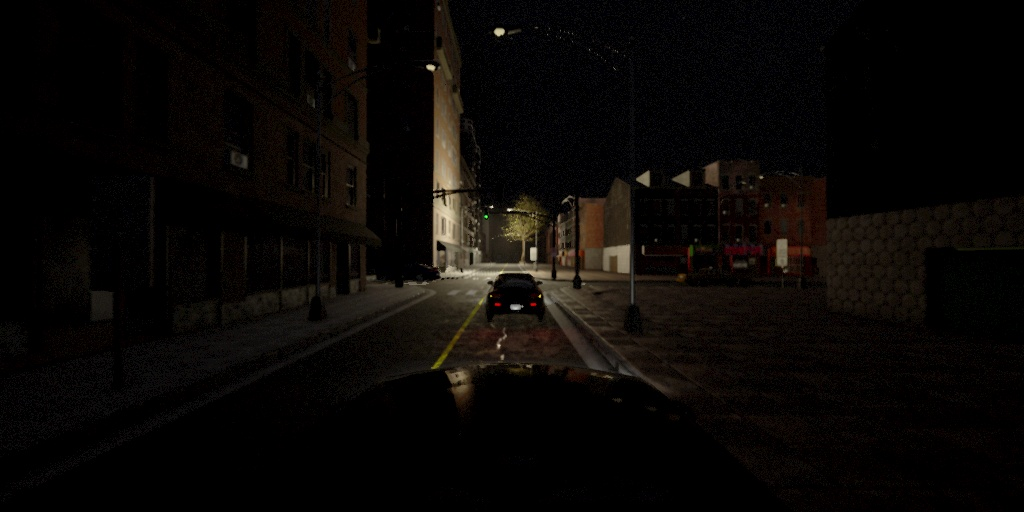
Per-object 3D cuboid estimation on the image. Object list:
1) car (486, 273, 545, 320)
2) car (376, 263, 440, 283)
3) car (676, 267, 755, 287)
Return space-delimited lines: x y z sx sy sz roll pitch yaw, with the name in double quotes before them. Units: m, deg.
"car" 0.105 1.311 12.627 1.812 1.442 4.674 0 0 0
"car" -8.194 1.273 28.188 5.008 1.535 1.882 0 -2 12
"car" 13.885 1.413 24.522 4.829 1.417 1.751 0 0 0
